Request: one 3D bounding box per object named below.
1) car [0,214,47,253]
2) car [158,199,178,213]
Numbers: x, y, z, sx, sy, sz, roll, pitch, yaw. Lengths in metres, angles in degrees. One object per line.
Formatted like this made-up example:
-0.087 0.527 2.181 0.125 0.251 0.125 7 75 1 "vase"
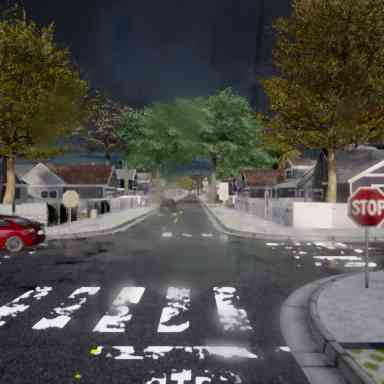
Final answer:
-7.991 1.579 13.047 4.181 1.385 1.994 0 1 -4 "car"
-2.596 1.549 36.716 1.837 1.490 4.892 0 0 0 "car"
